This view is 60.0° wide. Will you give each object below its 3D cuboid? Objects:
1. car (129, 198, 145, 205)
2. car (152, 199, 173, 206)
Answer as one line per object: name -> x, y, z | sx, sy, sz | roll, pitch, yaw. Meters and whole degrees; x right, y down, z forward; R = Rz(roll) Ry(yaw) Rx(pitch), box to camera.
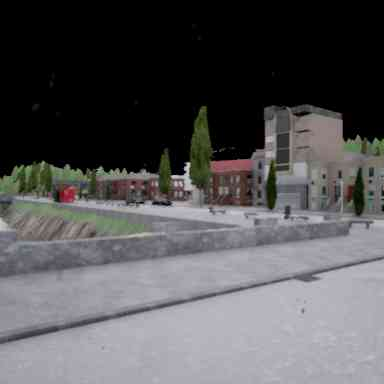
car -> -11.271, 1.879, 68.222 | 1.994, 1.385, 4.181 | 1, 0, -35
car -> -5.470, 1.916, 60.086 | 1.895, 1.301, 4.718 | 1, 0, -35
